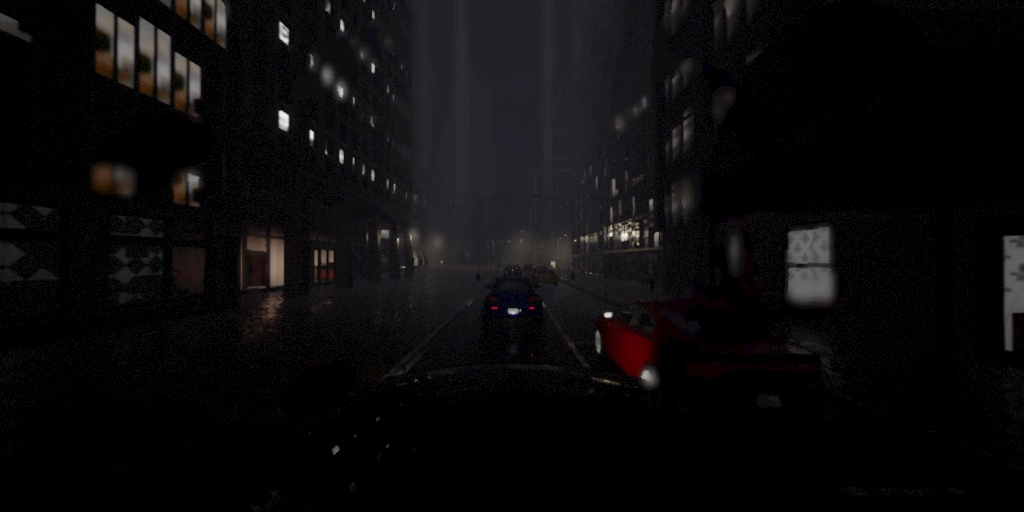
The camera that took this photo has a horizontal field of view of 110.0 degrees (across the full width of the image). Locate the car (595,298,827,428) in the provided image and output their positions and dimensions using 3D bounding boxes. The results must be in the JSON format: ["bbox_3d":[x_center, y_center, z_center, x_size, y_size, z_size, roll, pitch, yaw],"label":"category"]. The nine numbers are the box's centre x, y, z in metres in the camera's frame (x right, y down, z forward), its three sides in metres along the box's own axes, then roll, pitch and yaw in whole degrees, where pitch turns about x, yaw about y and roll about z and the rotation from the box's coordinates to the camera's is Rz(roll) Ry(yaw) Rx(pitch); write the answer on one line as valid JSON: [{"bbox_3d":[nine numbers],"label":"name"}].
[{"bbox_3d":[2.567,1.336,5.801,1.888,1.381,4.507,0,0,0],"label":"car"}]

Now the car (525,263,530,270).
[{"bbox_3d":[2.573,1.617,33.557,2.007,1.370,4.403,0,0,0],"label":"car"}]

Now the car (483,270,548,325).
[{"bbox_3d":[0.024,1.381,12.251,1.812,1.442,4.674,0,-1,0],"label":"car"}]

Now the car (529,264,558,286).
[{"bbox_3d":[2.572,1.537,28.176,1.751,1.417,4.829,0,0,0],"label":"car"}]

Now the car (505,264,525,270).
[{"bbox_3d":[0.116,1.717,38.704,1.895,1.301,4.718,0,-1,0],"label":"car"}]
